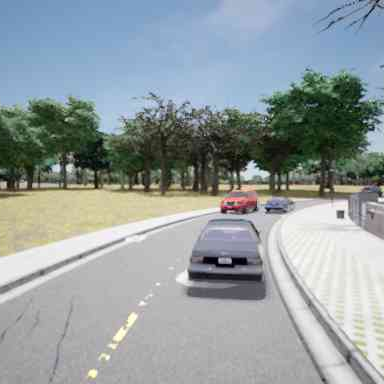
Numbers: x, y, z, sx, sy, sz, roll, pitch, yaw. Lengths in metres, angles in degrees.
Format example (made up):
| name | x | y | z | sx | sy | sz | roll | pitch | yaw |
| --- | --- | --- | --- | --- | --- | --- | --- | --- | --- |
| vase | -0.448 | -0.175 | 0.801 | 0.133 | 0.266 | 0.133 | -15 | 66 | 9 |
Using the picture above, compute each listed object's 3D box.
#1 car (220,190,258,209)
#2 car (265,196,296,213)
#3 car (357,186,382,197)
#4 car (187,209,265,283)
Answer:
| name | x | y | z | sx | sy | sz | roll | pitch | yaw |
| --- | --- | --- | --- | --- | --- | --- | --- | --- | --- |
| car | 4.331 | 0.851 | 29.746 | 2.150 | 2.045 | 5.566 | 0 | 1 | 26 |
| car | 8.372 | 1.113 | 31.295 | 2.033 | 1.411 | 5.357 | 0 | 1 | 28 |
| car | 32.411 | 0.024 | 60.726 | 5.566 | 2.045 | 2.150 | -1 | 0 | -31 |
| car | 1.093 | 1.475 | 9.564 | 2.033 | 1.411 | 5.357 | 0 | 1 | 9 |
